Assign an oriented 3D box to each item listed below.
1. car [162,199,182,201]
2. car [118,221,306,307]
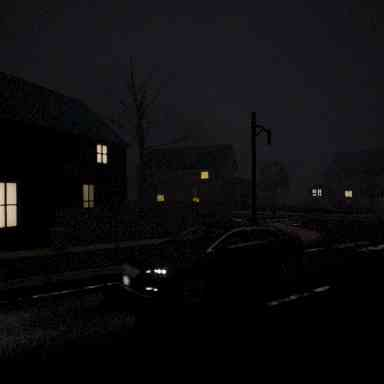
[{"bbox_3d":[-1.175,1.359,25.711,4.892,1.490,1.837,0,1,22],"label":"car"},{"bbox_3d":[0.694,1.493,8.037,4.902,1.511,2.128,0,0,-35],"label":"car"}]
